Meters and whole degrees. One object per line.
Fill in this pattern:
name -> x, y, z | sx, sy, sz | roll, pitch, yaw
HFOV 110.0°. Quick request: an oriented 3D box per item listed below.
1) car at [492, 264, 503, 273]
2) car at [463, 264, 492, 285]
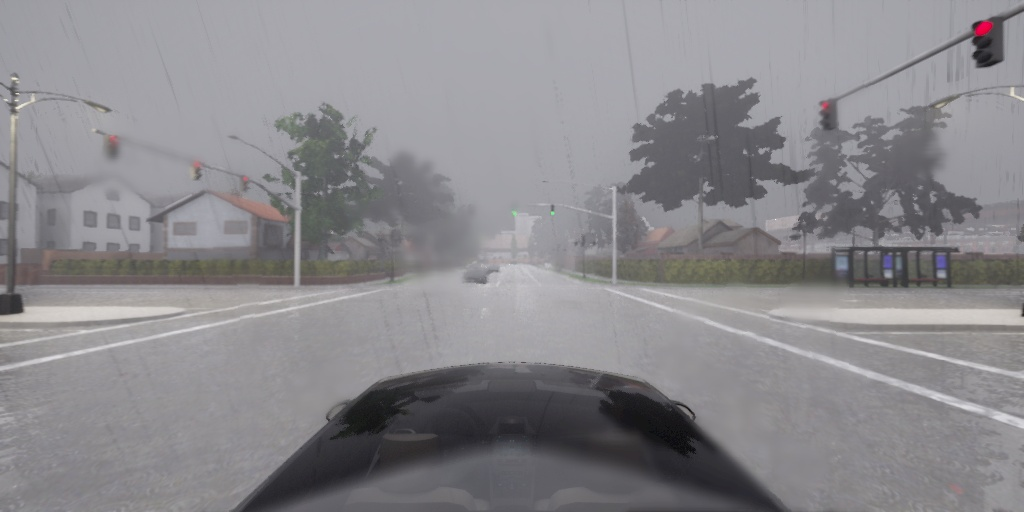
car -> -2.884, 2.067, 58.059 | 1.837, 1.490, 4.892 | 0, 1, 0
car -> -2.938, 1.701, 30.282 | 1.837, 1.490, 4.892 | 0, 1, 0
